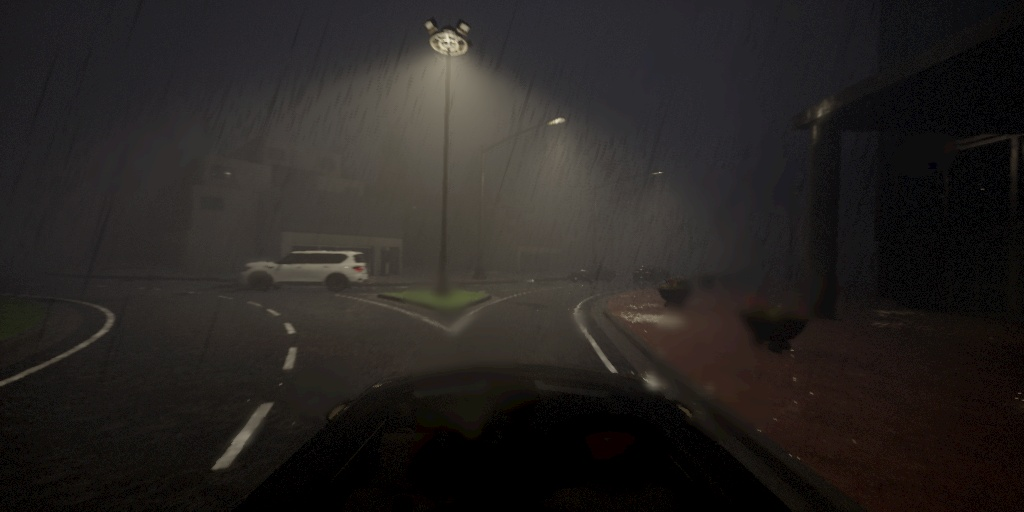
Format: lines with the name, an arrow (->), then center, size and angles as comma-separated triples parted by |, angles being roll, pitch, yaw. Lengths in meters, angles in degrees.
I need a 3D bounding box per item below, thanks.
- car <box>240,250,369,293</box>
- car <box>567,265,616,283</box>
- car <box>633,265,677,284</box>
car -> -10.239, 0.718, 18.114 | 5.566, 2.045, 2.150 | 1, 1, -13
car -> 6.939, 1.484, 30.647 | 2.033, 1.411, 5.357 | 1, 0, 44
car -> 12.090, 1.558, 30.861 | 2.128, 1.511, 4.902 | 1, 0, 42
